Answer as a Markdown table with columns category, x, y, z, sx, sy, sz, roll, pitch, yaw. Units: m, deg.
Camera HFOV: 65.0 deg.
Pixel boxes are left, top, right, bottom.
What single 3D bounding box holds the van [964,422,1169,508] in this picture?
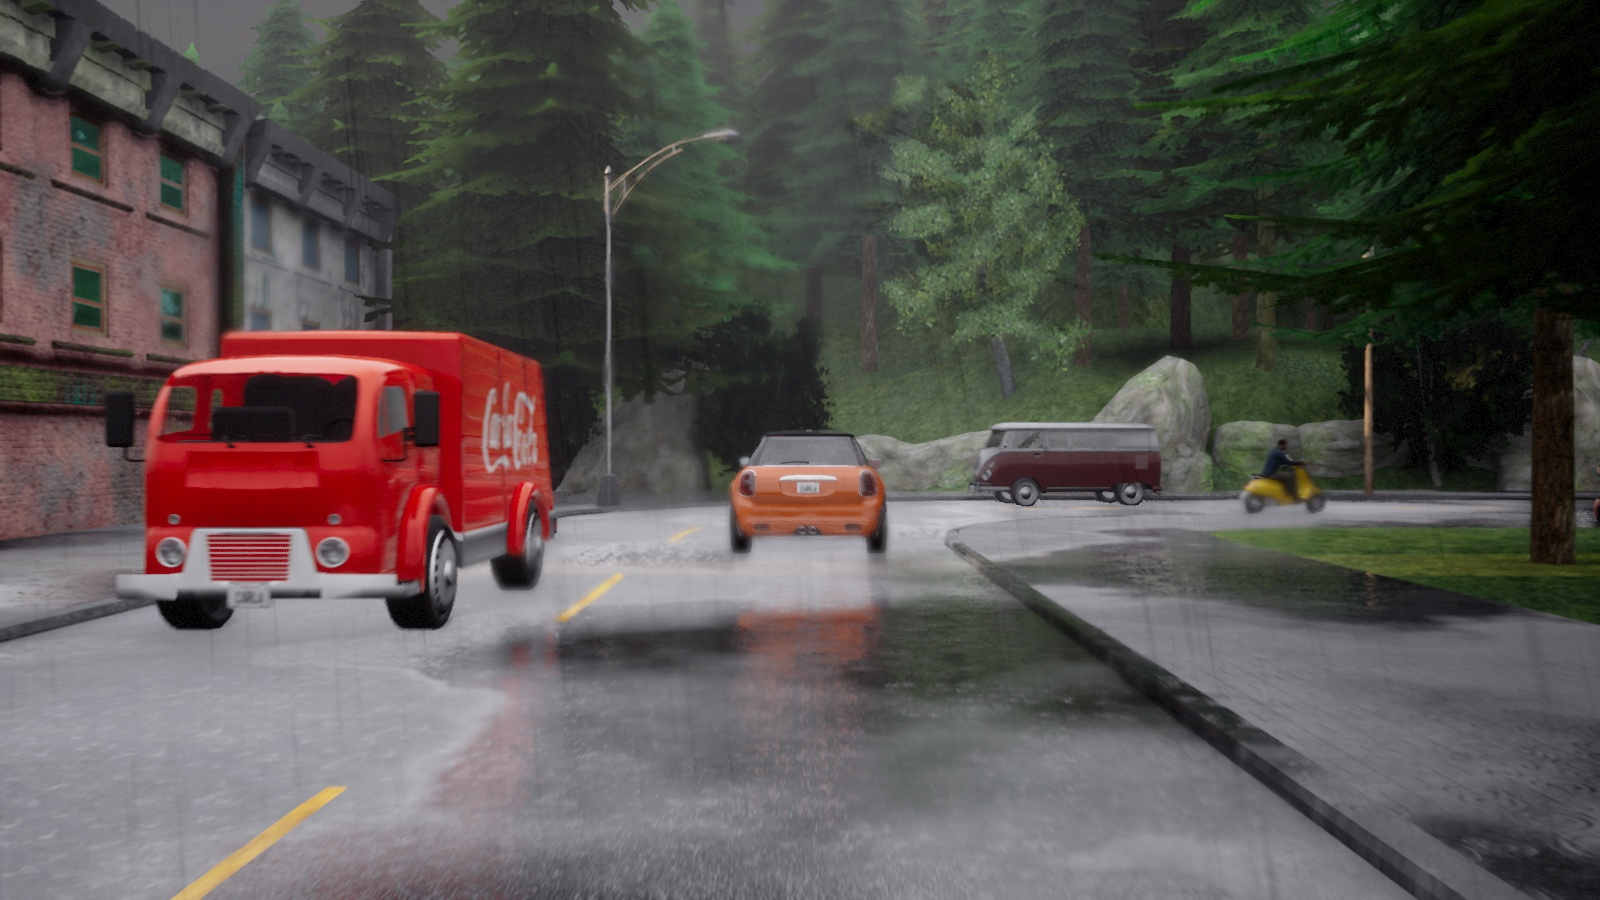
| category | x | y | z | sx | sy | sz | roll | pitch | yaw |
| --- | --- | --- | --- | --- | --- | --- | --- | --- | --- |
| van | 6.315 | 0.336 | 29.997 | 4.442 | 1.987 | 1.775 | 0 | 0 | -7 |

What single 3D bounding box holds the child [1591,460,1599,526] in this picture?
| category | x | y | z | sx | sy | sz | roll | pitch | yaw |
| --- | --- | --- | --- | --- | --- | --- | --- | --- | --- |
| child | 13.669 | 0.727 | 21.255 | 0.394 | 1.110 | 0.255 | 0 | 0 | 0 |

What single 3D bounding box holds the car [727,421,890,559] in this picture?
| category | x | y | z | sx | sy | sz | roll | pitch | yaw |
| --- | --- | --- | --- | --- | --- | --- | --- | --- | --- |
| car | 0.173 | 0.502 | 18.431 | 2.097 | 1.767 | 4.553 | 0 | 0 | 2 |

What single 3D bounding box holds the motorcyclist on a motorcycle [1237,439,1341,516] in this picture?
| category | x | y | z | sx | sy | sz | roll | pitch | yaw |
| --- | --- | --- | --- | --- | --- | --- | --- | --- | --- |
| motorcyclist on a motorcycle | 10.188 | 0.560 | 26.209 | 1.817 | 1.590 | 0.866 | 0 | 1 | -4 |

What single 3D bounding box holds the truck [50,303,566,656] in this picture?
| category | x | y | z | sx | sy | sz | roll | pitch | yaw |
| --- | --- | --- | --- | --- | --- | --- | --- | --- | --- |
| truck | -3.930 | 0.192 | 11.389 | 2.627 | 2.467 | 5.204 | 0 | 0 | 0 |
